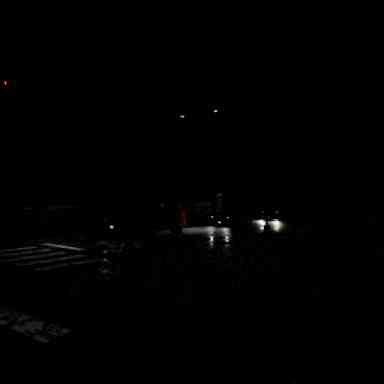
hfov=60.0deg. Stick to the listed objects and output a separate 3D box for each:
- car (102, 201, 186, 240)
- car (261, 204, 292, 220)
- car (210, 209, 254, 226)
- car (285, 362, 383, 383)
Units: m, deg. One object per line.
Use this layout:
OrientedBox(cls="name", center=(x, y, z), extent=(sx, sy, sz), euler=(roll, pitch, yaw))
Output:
OrientedBox(cls="car", center=(-2.616, 1.551, 19.712), extent=(2.150, 2.045, 5.566), euler=(0, -1, 35))
OrientedBox(cls="car", center=(9.314, 2.107, 36.458), extent=(2.097, 1.767, 4.553), euler=(0, -1, 35))
OrientedBox(cls="car", center=(3.466, 2.144, 28.254), extent=(1.895, 1.301, 4.718), euler=(0, -1, 36))
OrientedBox(cls="car", center=(2.352, 1.551, 1.274), extent=(4.403, 1.369, 2.008), euler=(0, 0, 36))
